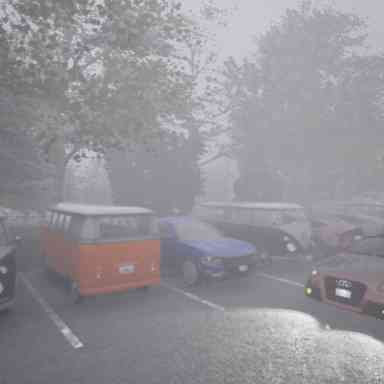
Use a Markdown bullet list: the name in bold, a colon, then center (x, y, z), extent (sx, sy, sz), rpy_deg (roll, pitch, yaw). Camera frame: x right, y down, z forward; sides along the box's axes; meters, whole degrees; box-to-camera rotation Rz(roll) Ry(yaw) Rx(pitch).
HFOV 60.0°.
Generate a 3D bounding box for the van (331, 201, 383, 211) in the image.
- **van**: center (8.612, 1.443, 16.349), extent (1.878, 1.987, 4.442), rpy_deg (1, -1, -36)

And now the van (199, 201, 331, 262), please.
- **van**: center (2.098, 1.333, 11.425), extent (1.878, 1.987, 4.442), rpy_deg (1, 0, -36)

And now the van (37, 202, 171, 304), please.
- **van**: center (-2.555, 1.279, 8.381), extent (1.878, 1.987, 4.442), rpy_deg (1, 0, -35)

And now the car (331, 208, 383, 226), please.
- **car**: center (6.405, 1.655, 14.666), extent (2.163, 1.488, 4.792), rpy_deg (1, -1, -35)

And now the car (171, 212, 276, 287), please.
- **car**: center (-0.237, 1.530, 9.898), extent (2.097, 1.535, 5.008), rpy_deg (1, 0, -35)

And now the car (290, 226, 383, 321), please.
- **car**: center (4.310, 1.634, 7.067), extent (4.181, 1.385, 1.994), rpy_deg (1, 0, -35)

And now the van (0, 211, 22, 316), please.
- **van**: center (-4.675, 1.253, 6.582), extent (1.878, 1.987, 4.442), rpy_deg (1, 0, -35)

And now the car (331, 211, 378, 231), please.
- **car**: center (4.256, 1.619, 13.133), extent (2.163, 1.488, 4.792), rpy_deg (1, 0, -35)
